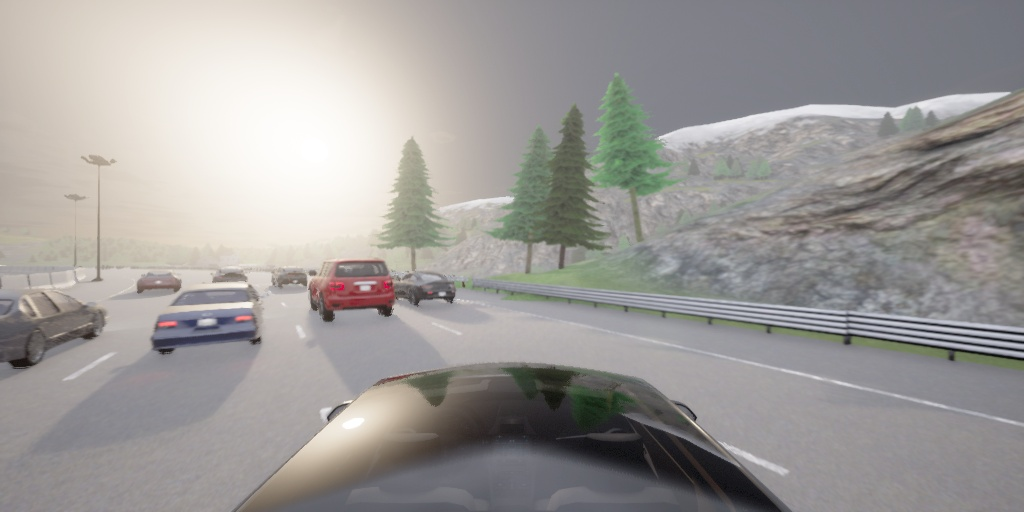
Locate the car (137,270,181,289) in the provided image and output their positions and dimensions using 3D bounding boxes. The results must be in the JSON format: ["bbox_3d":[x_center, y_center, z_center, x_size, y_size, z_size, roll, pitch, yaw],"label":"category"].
[{"bbox_3d":[-23.052,1.593,23.557,1.994,1.385,4.181,0,-1,-41],"label":"car"}]

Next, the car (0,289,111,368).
[{"bbox_3d":[-10.465,1.389,7.379,2.033,1.411,5.357,0,-1,-34],"label":"car"}]

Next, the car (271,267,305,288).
[{"bbox_3d":[-16.729,1.536,26.964,1.837,1.490,4.892,0,0,-40],"label":"car"}]

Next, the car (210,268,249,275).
[{"bbox_3d":[-19.492,1.530,24.815,1.837,1.490,4.892,0,0,-40],"label":"car"}]

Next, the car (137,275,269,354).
[{"bbox_3d":[-7.505,1.392,9.249,2.033,1.411,5.357,0,-1,-34],"label":"car"}]

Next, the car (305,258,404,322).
[{"bbox_3d":[-6.074,1.095,13.335,2.150,2.045,5.566,0,0,-35],"label":"car"}]

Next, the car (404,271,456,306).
[{"bbox_3d":[-4.214,1.417,16.747,1.812,1.442,4.674,0,-1,-35],"label":"car"}]
